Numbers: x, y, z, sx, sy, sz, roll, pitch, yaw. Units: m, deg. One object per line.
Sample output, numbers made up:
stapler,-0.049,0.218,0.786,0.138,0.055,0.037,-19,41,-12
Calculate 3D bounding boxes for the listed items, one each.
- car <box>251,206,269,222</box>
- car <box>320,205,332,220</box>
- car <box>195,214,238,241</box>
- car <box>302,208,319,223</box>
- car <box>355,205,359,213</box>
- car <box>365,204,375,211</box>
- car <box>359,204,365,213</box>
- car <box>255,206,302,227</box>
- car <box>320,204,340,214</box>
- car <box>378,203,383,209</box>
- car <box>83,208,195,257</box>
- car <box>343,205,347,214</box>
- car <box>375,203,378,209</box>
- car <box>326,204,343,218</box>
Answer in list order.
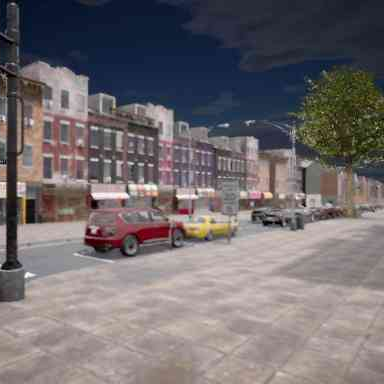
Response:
car,7.389,2.151,32.393,1.837,1.490,4.892,1,-1,36
car,13.840,2.389,37.043,1.802,1.307,4.206,-1,-2,36
car,1.006,1.926,19.165,1.752,1.417,4.829,-1,-2,36
car,10.607,2.254,32.539,2.008,1.369,4.403,-1,-2,36
car,23.540,2.677,50.556,2.008,1.369,4.403,-1,-2,36
car,33.240,3.007,64.070,2.008,1.369,4.403,-1,-2,36
car,26.773,2.786,55.061,2.008,1.369,4.403,-1,-2,36
car,7.374,2.167,28.034,1.947,1.339,4.313,-1,-2,36
car,21.860,2.646,52.547,1.812,1.442,4.674,1,-1,36
car,46.172,3.456,82.086,2.008,1.369,4.403,-1,-2,36
car,-2.326,1.611,14.527,2.192,1.841,5.009,-1,-2,36
car,20.307,2.459,46.055,1.967,1.590,4.097,-1,-2,36
car,36.473,3.112,68.574,1.887,1.381,4.507,-1,-2,36
car,17.074,2.457,41.548,1.887,1.381,4.507,-1,-2,36
